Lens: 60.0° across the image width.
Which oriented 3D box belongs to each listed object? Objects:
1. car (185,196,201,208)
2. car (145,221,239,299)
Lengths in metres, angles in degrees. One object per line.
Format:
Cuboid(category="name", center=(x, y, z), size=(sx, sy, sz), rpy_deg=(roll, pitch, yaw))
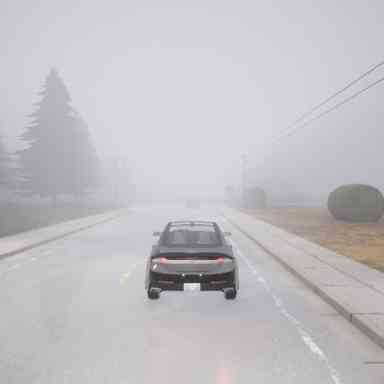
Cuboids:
Cuboid(category="car", center=(0.121, 1.339, 43.785), size=(1.837, 1.490, 4.892), rpy_deg=(0, 0, 1))
Cuboid(category="car", center=(0.002, 1.466, 8.348), size=(2.128, 1.511, 4.902), rpy_deg=(0, 0, 0))
